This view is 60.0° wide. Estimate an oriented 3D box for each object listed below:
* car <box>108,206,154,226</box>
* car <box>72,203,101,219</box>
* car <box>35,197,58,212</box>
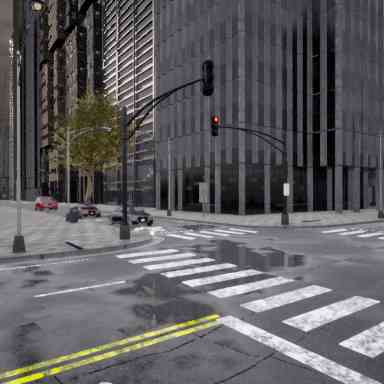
[{"bbox_3d":[-4.454,1.728,23.983,1.994,1.385,4.181,0,0,-35],"label":"car"},{"bbox_3d":[-10.398,1.820,32.329,1.994,1.385,4.181,0,0,-37],"label":"car"},{"bbox_3d":[-20.424,1.653,46.519,2.150,2.045,5.566,0,-1,-35],"label":"car"}]
